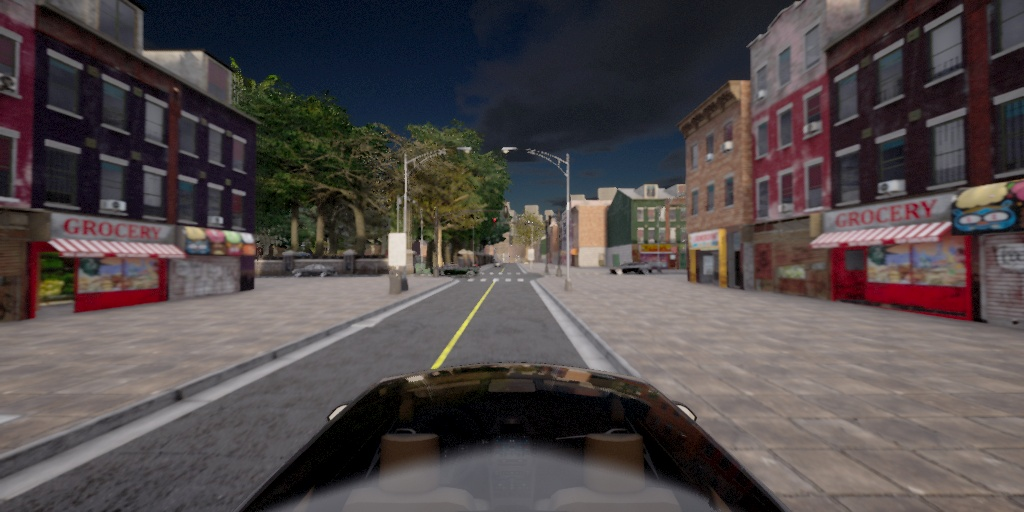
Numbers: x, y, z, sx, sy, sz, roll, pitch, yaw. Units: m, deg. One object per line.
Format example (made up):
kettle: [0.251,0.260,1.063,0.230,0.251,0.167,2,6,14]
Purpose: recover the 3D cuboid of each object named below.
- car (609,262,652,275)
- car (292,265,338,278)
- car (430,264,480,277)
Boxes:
car: [12.399,1.294,37.522,4.313,1.339,1.948,0,0,0]
car: [-20.585,1.558,37.528,4.403,1.370,2.007,0,0,0]
car: [-5.484,1.424,34.896,4.718,1.301,1.895,0,-1,0]
